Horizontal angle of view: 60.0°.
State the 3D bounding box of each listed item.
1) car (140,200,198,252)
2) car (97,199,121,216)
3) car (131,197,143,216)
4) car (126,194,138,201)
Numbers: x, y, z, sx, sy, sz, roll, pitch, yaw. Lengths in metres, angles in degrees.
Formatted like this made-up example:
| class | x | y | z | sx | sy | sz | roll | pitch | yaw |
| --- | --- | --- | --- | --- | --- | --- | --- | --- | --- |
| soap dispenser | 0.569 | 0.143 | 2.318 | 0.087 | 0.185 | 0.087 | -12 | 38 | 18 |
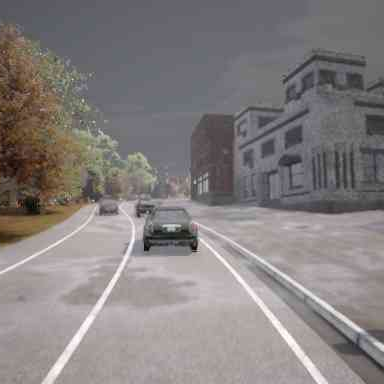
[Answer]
| class | x | y | z | sx | sy | sz | roll | pitch | yaw |
| --- | --- | --- | --- | --- | --- | --- | --- | --- | --- |
| car | -1.024 | 1.393 | 14.336 | 2.097 | 1.767 | 4.553 | 0 | 0 | -7 |
| car | -8.123 | 1.473 | 32.667 | 1.837 | 1.490 | 4.892 | 1 | 0 | -14 |
| car | -4.588 | 1.541 | 32.559 | 1.837 | 1.490 | 4.892 | 1 | 0 | -14 |
| car | -13.201 | 1.311 | 74.016 | 1.837 | 1.490 | 4.892 | -1 | 0 | 6 |
